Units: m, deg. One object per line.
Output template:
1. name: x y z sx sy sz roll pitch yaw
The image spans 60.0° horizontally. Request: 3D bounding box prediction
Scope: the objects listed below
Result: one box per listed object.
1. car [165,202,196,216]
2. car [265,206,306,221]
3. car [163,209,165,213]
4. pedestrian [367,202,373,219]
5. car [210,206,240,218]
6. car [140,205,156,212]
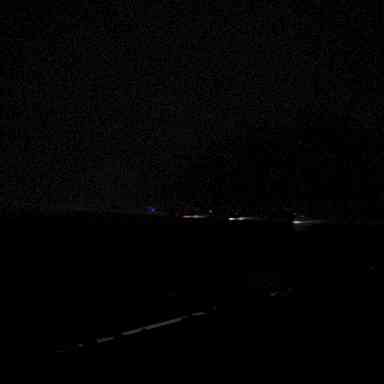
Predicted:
1. car: -1.591 2.644 52.755 2.150 2.045 5.566 1 -2 -33
2. car: 9.793 2.259 35.342 1.812 1.442 4.674 1 -2 -33
3. car: -3.704 3.347 62.699 1.895 1.301 4.718 1 -2 -33
4. pedestrian: 18.911 1.917 35.292 0.375 1.860 0.375 -2 1 -33
5. car: 4.270 2.581 43.777 1.837 1.490 4.892 1 -2 -33
6. car: -9.418 3.569 71.262 1.812 1.442 4.674 1 -2 -33
